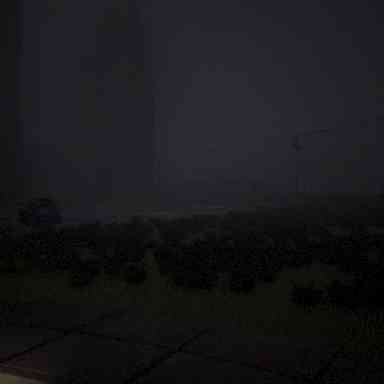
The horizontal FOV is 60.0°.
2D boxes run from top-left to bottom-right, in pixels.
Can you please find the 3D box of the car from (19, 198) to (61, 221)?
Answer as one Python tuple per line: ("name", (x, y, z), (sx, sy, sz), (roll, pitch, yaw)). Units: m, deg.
("car", (-10.153, 1.229, 22.107), (2.242, 1.667, 4.611), (-1, 1, -31))
